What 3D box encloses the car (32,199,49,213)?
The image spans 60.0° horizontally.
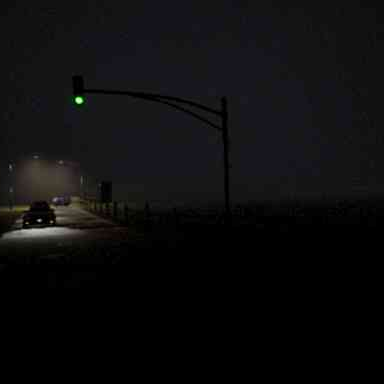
[{"bbox_3d":[-18.942,1.682,41.691,1.812,1.442,4.674,-2,1,-24],"label":"car"}]

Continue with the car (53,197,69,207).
[{"bbox_3d":[-20.297,1.565,51.834,1.882,1.535,5.008,-2,1,-24],"label":"car"}]

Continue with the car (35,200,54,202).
[{"bbox_3d":[-14.776,1.652,32.431,1.812,1.442,4.674,-2,1,-24],"label":"car"}]

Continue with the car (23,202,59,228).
[{"bbox_3d":[-10.650,1.660,23.304,1.994,1.385,4.181,-2,1,-24],"label":"car"}]

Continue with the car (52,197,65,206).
[{"bbox_3d":[-24.508,1.722,60.942,1.895,1.301,4.718,-2,1,-24],"label":"car"}]
